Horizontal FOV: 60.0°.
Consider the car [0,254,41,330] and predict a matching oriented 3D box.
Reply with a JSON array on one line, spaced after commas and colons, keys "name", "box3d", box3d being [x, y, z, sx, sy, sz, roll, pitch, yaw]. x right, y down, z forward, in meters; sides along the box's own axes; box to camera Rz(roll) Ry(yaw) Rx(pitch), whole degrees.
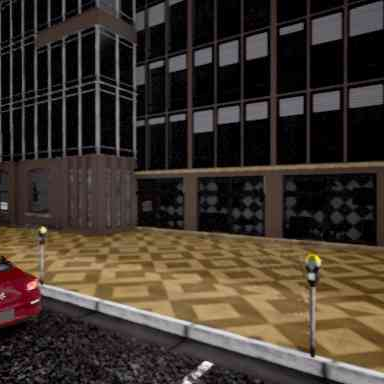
[{"name": "car", "box3d": [-4.293, 1.536, 5.688, 4.206, 1.307, 1.802, 0, 1, 33]}]
